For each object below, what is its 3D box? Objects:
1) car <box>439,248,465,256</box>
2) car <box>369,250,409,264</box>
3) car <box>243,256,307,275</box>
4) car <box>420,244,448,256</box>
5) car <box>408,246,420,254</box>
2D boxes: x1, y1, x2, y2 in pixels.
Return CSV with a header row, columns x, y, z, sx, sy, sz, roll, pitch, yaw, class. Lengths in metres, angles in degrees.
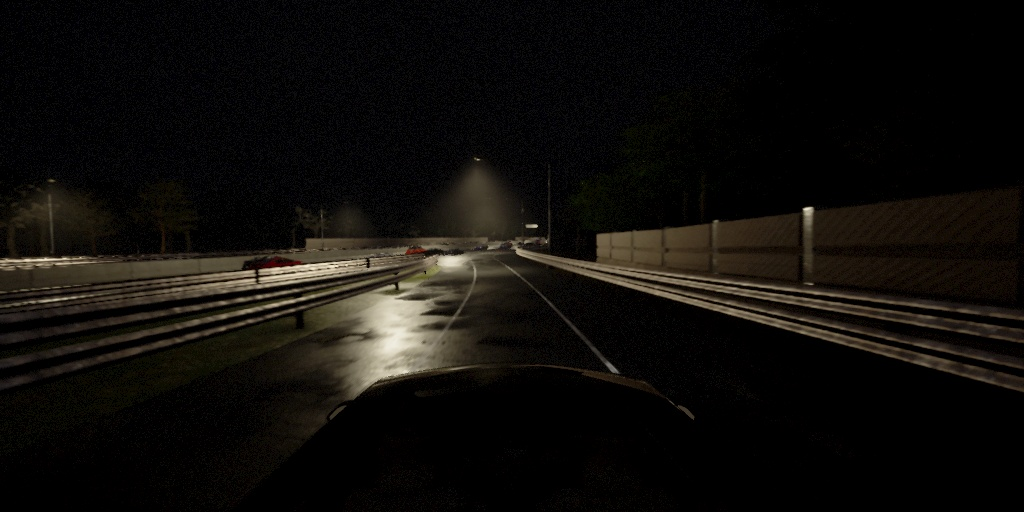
x,y,z,sx,sy,sz,roll,pitch,yaw,class
-9.754,-0.696,60.754,2.033,1.411,5.357,0,3,16,car
-14.906,0.324,42.505,2.033,1.411,5.357,0,3,16,car
-21.251,0.858,32.893,1.882,1.535,5.008,0,3,16,car
-13.121,-0.755,61.714,2.128,1.511,4.902,0,3,16,car
-16.506,-0.894,62.608,2.097,1.767,4.553,0,3,16,car
